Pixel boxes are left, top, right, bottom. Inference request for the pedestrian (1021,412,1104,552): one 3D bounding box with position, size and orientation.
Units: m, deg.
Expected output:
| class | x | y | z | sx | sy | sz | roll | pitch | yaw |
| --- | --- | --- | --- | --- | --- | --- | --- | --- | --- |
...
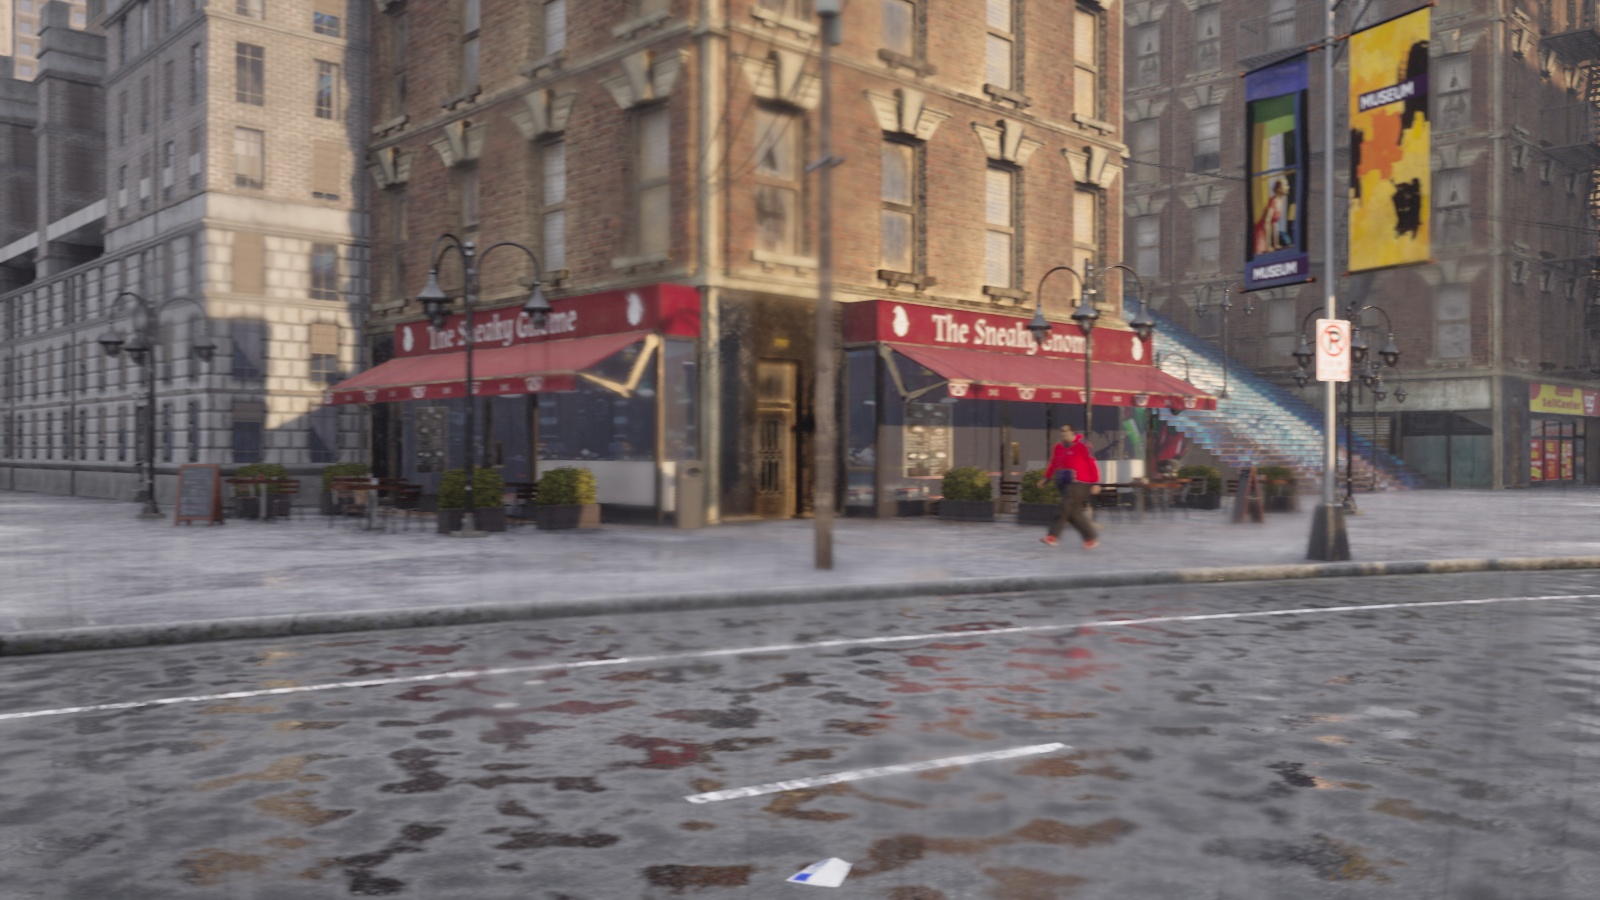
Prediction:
| class | x | y | z | sx | sy | sz | roll | pitch | yaw |
| --- | --- | --- | --- | --- | --- | --- | --- | --- | --- |
| pedestrian | 3.569 | 0.424 | 17.072 | 0.899 | 1.844 | 0.634 | 0 | 0 | -27 |
